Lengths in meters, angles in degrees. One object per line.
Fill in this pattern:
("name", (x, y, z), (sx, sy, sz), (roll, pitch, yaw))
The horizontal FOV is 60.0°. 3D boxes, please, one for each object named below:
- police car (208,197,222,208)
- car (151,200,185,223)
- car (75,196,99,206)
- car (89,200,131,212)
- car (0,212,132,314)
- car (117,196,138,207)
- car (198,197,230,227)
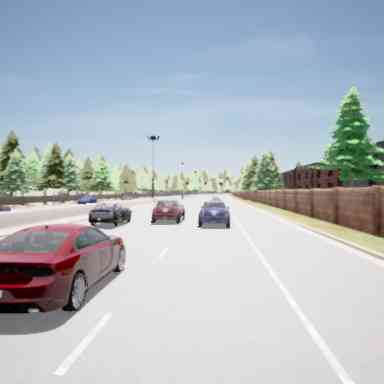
("police car", (3.457, 1.536, 49.267), (2.038, 1.542, 4.974), (0, 0, 5))
("car", (-1.721, 1.353, 25.495), (2.097, 1.767, 4.553), (0, 0, 4))
("car", (-17.246, 1.414, 54.888), (1.882, 1.535, 5.008), (0, 0, 5))
("car", (-5.443, 1.473, 22.607), (2.128, 1.511, 4.902), (0, 0, 4))
("car", (-2.973, 1.466, 7.737), (1.882, 1.535, 5.008), (0, 0, 3))
("car", (-10.275, 1.462, 53.253), (2.128, 1.511, 4.902), (0, 0, 2))
("car", (1.564, 1.367, 23.056), (2.097, 1.767, 4.553), (0, 0, 5))
